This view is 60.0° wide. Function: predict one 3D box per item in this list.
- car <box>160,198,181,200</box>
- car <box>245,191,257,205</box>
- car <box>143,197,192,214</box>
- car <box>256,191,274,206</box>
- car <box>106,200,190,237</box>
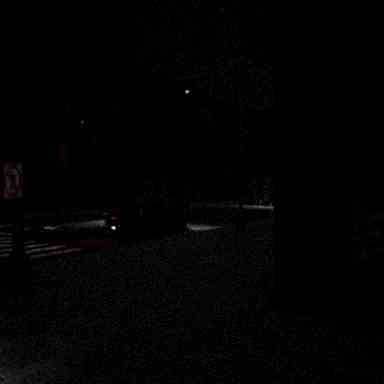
[{"bbox_3d":[-2.106,1.301,28.855,2.128,1.511,4.902,0,0,35],"label":"car"},{"bbox_3d":[10.310,0.894,51.867,2.150,2.045,5.566,0,0,35],"label":"car"},{"bbox_3d":[-2.408,1.328,34.059,2.033,1.411,5.357,0,0,35],"label":"car"},{"bbox_3d":[11.552,1.059,48.046,2.097,1.767,4.553,0,0,36],"label":"car"},{"bbox_3d":[-2.199,1.376,17.310,1.837,1.490,4.892,0,0,36],"label":"car"}]
